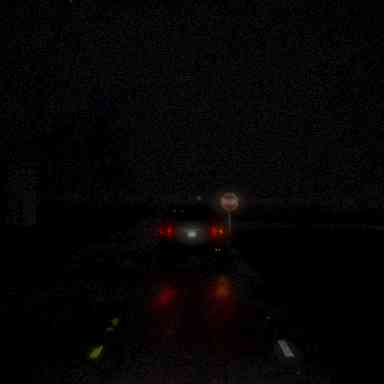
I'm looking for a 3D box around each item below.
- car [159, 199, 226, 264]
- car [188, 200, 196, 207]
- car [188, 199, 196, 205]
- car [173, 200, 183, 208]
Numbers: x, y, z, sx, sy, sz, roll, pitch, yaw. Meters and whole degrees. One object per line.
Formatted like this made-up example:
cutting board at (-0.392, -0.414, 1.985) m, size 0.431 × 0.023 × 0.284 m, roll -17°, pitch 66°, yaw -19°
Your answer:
car at (0.013, 1.370, 12.601) m, size 2.150 × 2.045 × 5.566 m, roll 0°, pitch 0°, yaw 0°
car at (0.010, 2.544, 73.741) m, size 1.812 × 1.442 × 4.674 m, roll 0°, pitch -1°, yaw 0°
car at (0.011, 2.594, 84.027) m, size 2.128 × 1.511 × 4.902 m, roll 0°, pitch -1°, yaw 0°
car at (-2.747, 2.449, 67.315) m, size 1.812 × 1.442 × 4.674 m, roll 0°, pitch -1°, yaw 0°
